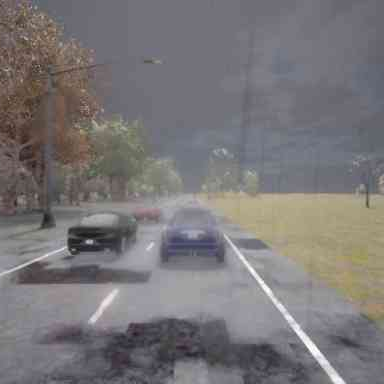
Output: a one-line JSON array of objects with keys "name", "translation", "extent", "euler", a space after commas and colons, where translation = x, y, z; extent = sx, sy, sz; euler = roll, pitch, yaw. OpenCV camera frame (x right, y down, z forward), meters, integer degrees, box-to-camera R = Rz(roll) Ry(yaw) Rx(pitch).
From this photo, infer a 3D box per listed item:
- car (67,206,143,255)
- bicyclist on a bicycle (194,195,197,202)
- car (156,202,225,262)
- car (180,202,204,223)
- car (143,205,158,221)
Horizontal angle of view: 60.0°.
[{"name": "car", "translation": [-3.447, 1.535, 13.698], "extent": [1.882, 1.535, 5.008], "euler": [0, 0, 0]}, {"name": "bicyclist on a bicycle", "translation": [0.958, 1.742, 88.853], "extent": [0.659, 1.776, 1.843], "euler": [0, 0, 0]}, {"name": "car", "translation": [0.044, 1.404, 12.504], "extent": [2.097, 1.767, 4.553], "euler": [0, 0, 0]}, {"name": "car", "translation": [0.044, 1.621, 27.582], "extent": [1.837, 1.490, 4.892], "euler": [0, 0, 0]}, {"name": "car", "translation": [-3.461, 1.713, 26.952], "extent": [1.895, 1.301, 4.718], "euler": [0, 0, 0]}]
